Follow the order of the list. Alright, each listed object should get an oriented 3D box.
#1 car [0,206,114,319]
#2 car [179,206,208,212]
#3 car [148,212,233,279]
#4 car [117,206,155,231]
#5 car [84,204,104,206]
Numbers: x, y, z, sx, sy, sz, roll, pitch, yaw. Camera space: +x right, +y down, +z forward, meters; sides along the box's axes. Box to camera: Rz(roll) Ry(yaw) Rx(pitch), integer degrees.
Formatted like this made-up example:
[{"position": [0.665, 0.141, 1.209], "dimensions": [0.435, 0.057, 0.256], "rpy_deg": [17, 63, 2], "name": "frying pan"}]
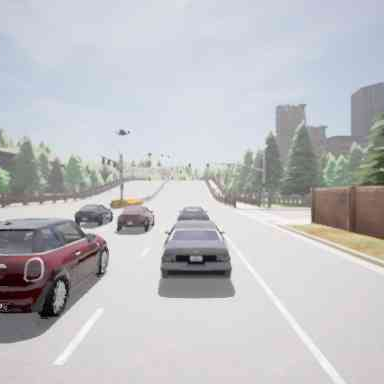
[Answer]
[{"position": [-3.407, 1.366, 7.578], "dimensions": [2.097, 1.767, 4.553], "rpy_deg": [0, 0, 0], "name": "car"}, {"position": [0.086, 1.604, 21.161], "dimensions": [1.994, 1.385, 4.181], "rpy_deg": [0, 0, 0], "name": "car"}, {"position": [0.094, 1.566, 10.086], "dimensions": [2.033, 1.411, 5.357], "rpy_deg": [0, 0, 0], "name": "car"}, {"position": [-3.418, 1.565, 20.696], "dimensions": [1.812, 1.442, 4.674], "rpy_deg": [0, 0, 0], "name": "car"}, {"position": [-6.915, 1.570, 23.682], "dimensions": [1.812, 1.442, 4.674], "rpy_deg": [0, 0, 0], "name": "car"}]
